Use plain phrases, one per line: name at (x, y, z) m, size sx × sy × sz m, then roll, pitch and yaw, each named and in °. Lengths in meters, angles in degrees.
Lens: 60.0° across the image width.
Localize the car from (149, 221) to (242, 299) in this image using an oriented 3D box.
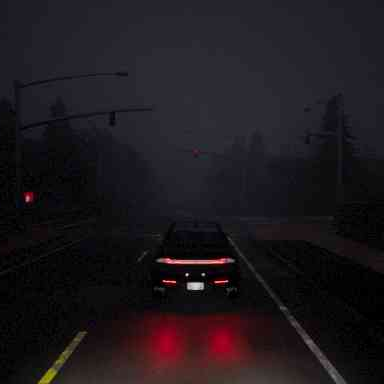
car at (0.084, 1.492, 8.444) m, size 2.128 × 1.511 × 4.902 m, roll 0°, pitch 0°, yaw 0°

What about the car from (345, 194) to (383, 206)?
car at (15.881, 1.202, 28.964) m, size 5.566 × 2.045 × 2.150 m, roll 0°, pitch 0°, yaw -8°
